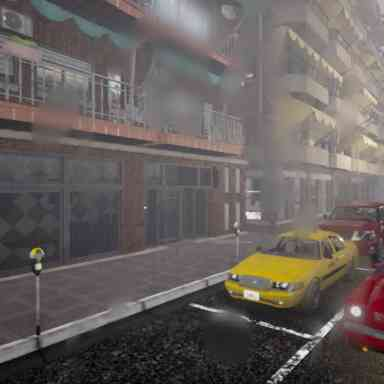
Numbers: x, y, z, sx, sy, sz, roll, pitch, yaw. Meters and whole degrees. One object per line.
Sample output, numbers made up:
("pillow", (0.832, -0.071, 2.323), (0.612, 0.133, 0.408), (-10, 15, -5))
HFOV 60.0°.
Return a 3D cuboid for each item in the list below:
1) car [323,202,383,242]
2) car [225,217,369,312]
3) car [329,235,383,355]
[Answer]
("car", (6.177, 1.313, 12.234), (2.192, 1.841, 5.009), (0, 0, 39))
("car", (2.582, 1.524, 7.816), (1.752, 1.417, 4.829), (0, 0, 39))
("car", (3.996, 1.600, 5.431), (1.895, 1.301, 4.718), (0, 0, 39))
